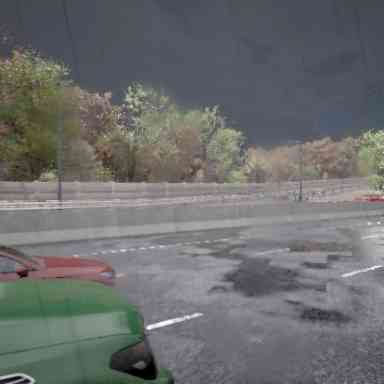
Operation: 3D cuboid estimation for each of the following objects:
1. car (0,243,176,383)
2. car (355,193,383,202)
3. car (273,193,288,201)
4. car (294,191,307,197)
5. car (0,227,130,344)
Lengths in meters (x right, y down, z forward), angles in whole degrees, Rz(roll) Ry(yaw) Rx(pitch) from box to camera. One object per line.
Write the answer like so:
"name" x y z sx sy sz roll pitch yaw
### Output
"car" -2.784 1.222 1.763 5.566 2.045 2.150 0 0 -35
"car" 29.216 1.223 54.827 5.566 2.045 2.150 0 0 -35
"car" 17.273 0.854 64.721 1.882 1.535 5.008 0 1 31
"car" 25.644 0.550 78.146 1.812 1.442 4.674 0 2 33
"car" -3.562 1.526 5.508 4.674 1.442 1.812 0 0 -35
